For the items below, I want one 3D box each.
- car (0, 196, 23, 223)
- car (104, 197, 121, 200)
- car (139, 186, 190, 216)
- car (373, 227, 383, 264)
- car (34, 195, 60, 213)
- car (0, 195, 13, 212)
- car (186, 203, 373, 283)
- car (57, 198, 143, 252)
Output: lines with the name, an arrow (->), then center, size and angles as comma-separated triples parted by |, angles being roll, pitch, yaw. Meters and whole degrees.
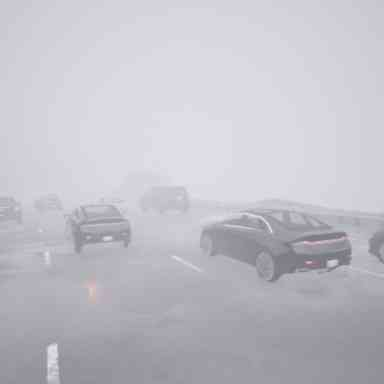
car -> -12.134, 1.037, 21.342 | 2.097, 1.767, 4.553 | -2, 2, -29
car -> -6.455, 1.047, 25.577 | 1.895, 1.301, 4.718 | -2, 2, -29
car -> -2.128, 0.587, 24.962 | 2.150, 2.045, 5.566 | -2, 2, -29
car -> 6.371, 1.153, 7.372 | 1.837, 1.490, 4.892 | -2, 2, -23
car -> -12.656, 0.978, 29.198 | 2.128, 1.511, 4.902 | -2, 2, -31
car -> -19.145, 1.080, 32.891 | 2.033, 1.411, 5.357 | -2, 2, -33
car -> 1.862, 1.197, 8.964 | 2.128, 1.511, 4.902 | -2, 2, -24
car -> -3.723, 1.221, 12.723 | 2.128, 1.511, 4.902 | -2, 2, -26
